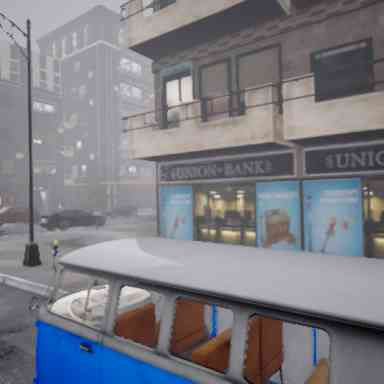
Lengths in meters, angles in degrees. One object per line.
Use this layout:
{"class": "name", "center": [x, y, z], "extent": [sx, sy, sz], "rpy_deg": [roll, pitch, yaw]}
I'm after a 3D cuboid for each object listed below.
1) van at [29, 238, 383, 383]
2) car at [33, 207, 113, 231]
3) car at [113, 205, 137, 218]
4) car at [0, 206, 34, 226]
{"class": "van", "center": [0.389, 1.351, 2.579], "extent": [3.998, 1.788, 1.690], "rpy_deg": [-1, -1, 36]}
{"class": "car", "center": [-7.716, 1.752, 21.744], "extent": [1.947, 1.339, 4.313], "rpy_deg": [-2, -2, 36]}
{"class": "car", "center": [-7.794, 2.042, 35.794], "extent": [1.947, 1.339, 4.313], "rpy_deg": [-2, -2, 36]}
{"class": "car", "center": [-14.469, 1.853, 26.708], "extent": [1.967, 1.590, 4.097], "rpy_deg": [-2, -2, 36]}
